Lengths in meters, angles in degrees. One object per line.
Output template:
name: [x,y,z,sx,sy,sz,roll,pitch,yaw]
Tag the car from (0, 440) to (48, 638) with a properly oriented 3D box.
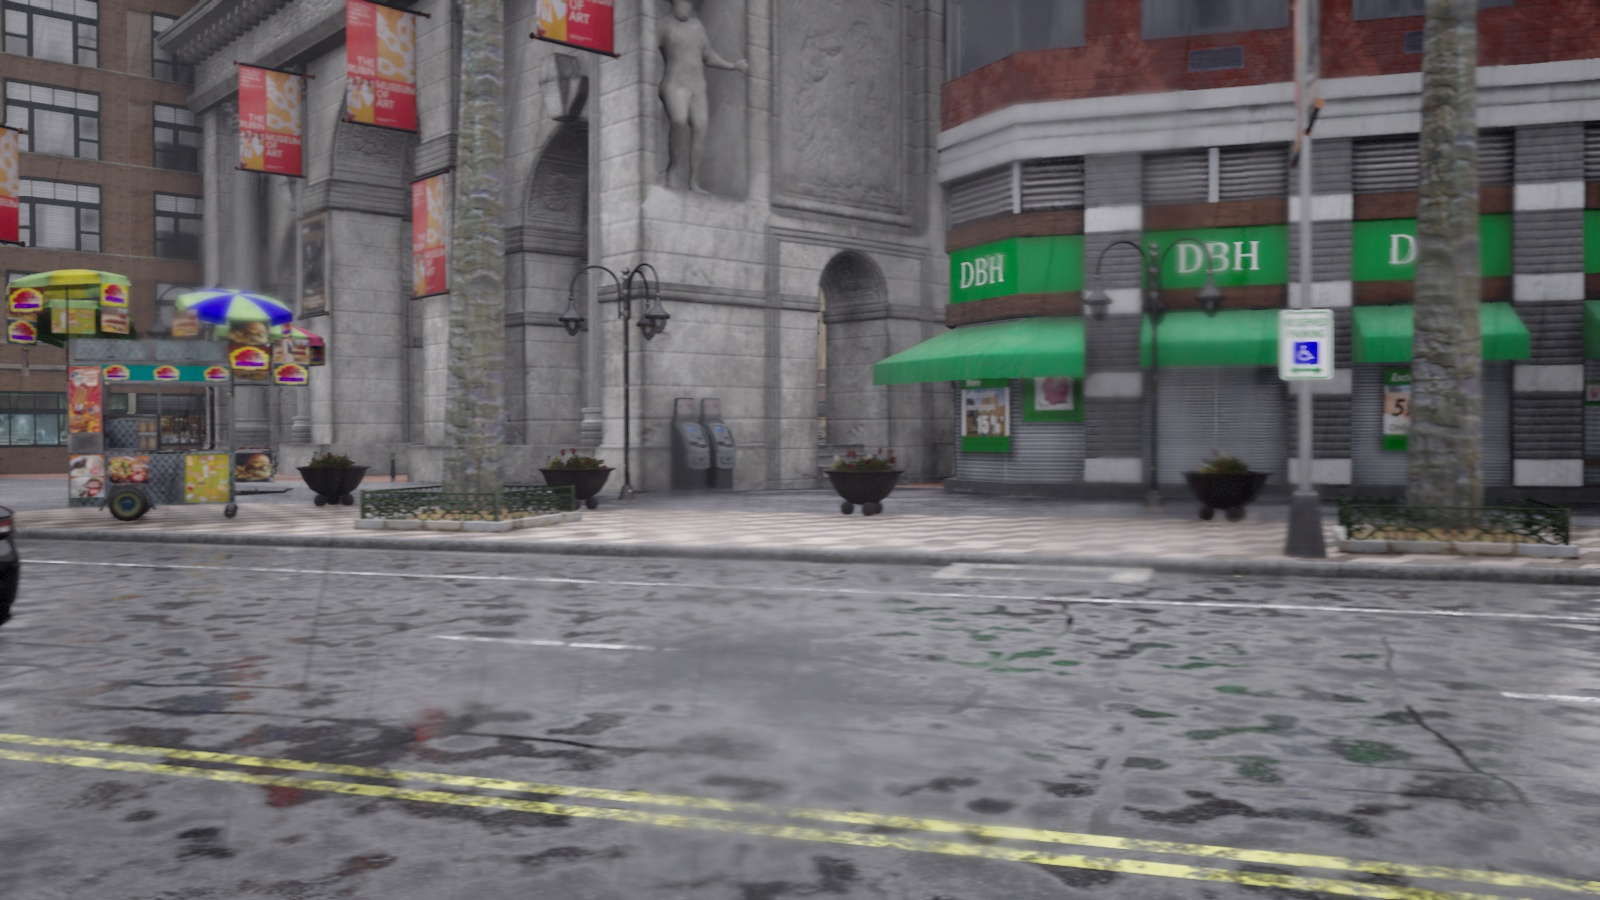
car: [-8.130,0.660,9.549,4.193,1.474,1.816,0,1,18]
